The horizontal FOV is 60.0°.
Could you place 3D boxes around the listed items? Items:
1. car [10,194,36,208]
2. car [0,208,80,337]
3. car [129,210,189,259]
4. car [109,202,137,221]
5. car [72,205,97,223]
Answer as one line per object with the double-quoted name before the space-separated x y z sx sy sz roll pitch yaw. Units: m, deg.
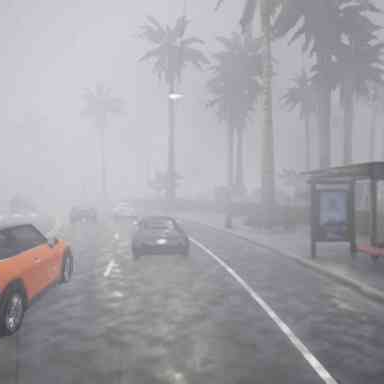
"car" -20.404 1.390 40.048 2.150 2.045 5.566 0 0 -37
"car" -3.977 1.382 6.763 2.097 1.767 4.553 0 0 -5
"car" -1.329 1.604 12.925 1.994 1.385 4.181 0 0 -10
"car" -5.956 1.623 28.781 1.812 1.442 4.674 0 0 -22
"car" -8.663 1.699 26.301 1.895 1.301 4.718 0 0 -21
